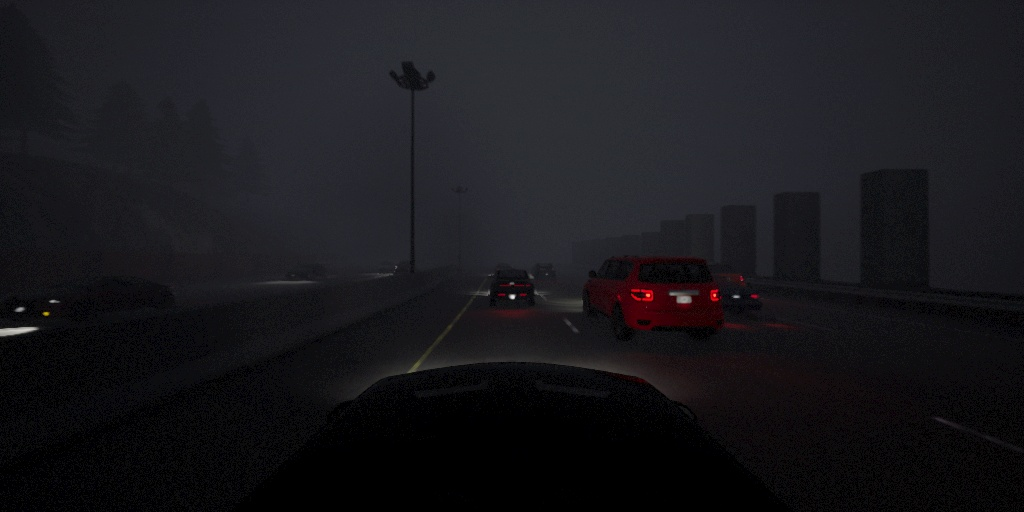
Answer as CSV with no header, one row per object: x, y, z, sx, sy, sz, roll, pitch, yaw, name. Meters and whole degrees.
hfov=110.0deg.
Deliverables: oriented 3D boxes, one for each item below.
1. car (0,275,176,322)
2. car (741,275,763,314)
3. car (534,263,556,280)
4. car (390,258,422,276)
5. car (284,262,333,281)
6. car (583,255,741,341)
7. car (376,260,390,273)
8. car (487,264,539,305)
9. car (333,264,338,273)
-14.177,1.356,12.309,1.994,1.385,4.181,0,0,-1,car
7.037,1.346,13.826,2.033,1.411,5.357,0,0,-1,car
2.874,1.369,33.480,2.128,1.511,4.902,0,0,-4,car
-11.945,1.257,40.631,2.097,1.767,4.553,0,0,-5,car
-18.306,1.378,32.186,1.837,1.490,4.892,0,-1,-3,car
3.563,1.006,10.164,2.150,2.045,5.566,0,0,-1,car
-16.075,1.453,46.298,1.812,1.442,4.674,0,0,-7,car
-0.034,1.314,16.326,1.837,1.490,4.892,0,0,-1,car
-22.781,1.442,43.510,1.812,1.442,4.674,0,0,-6,car
